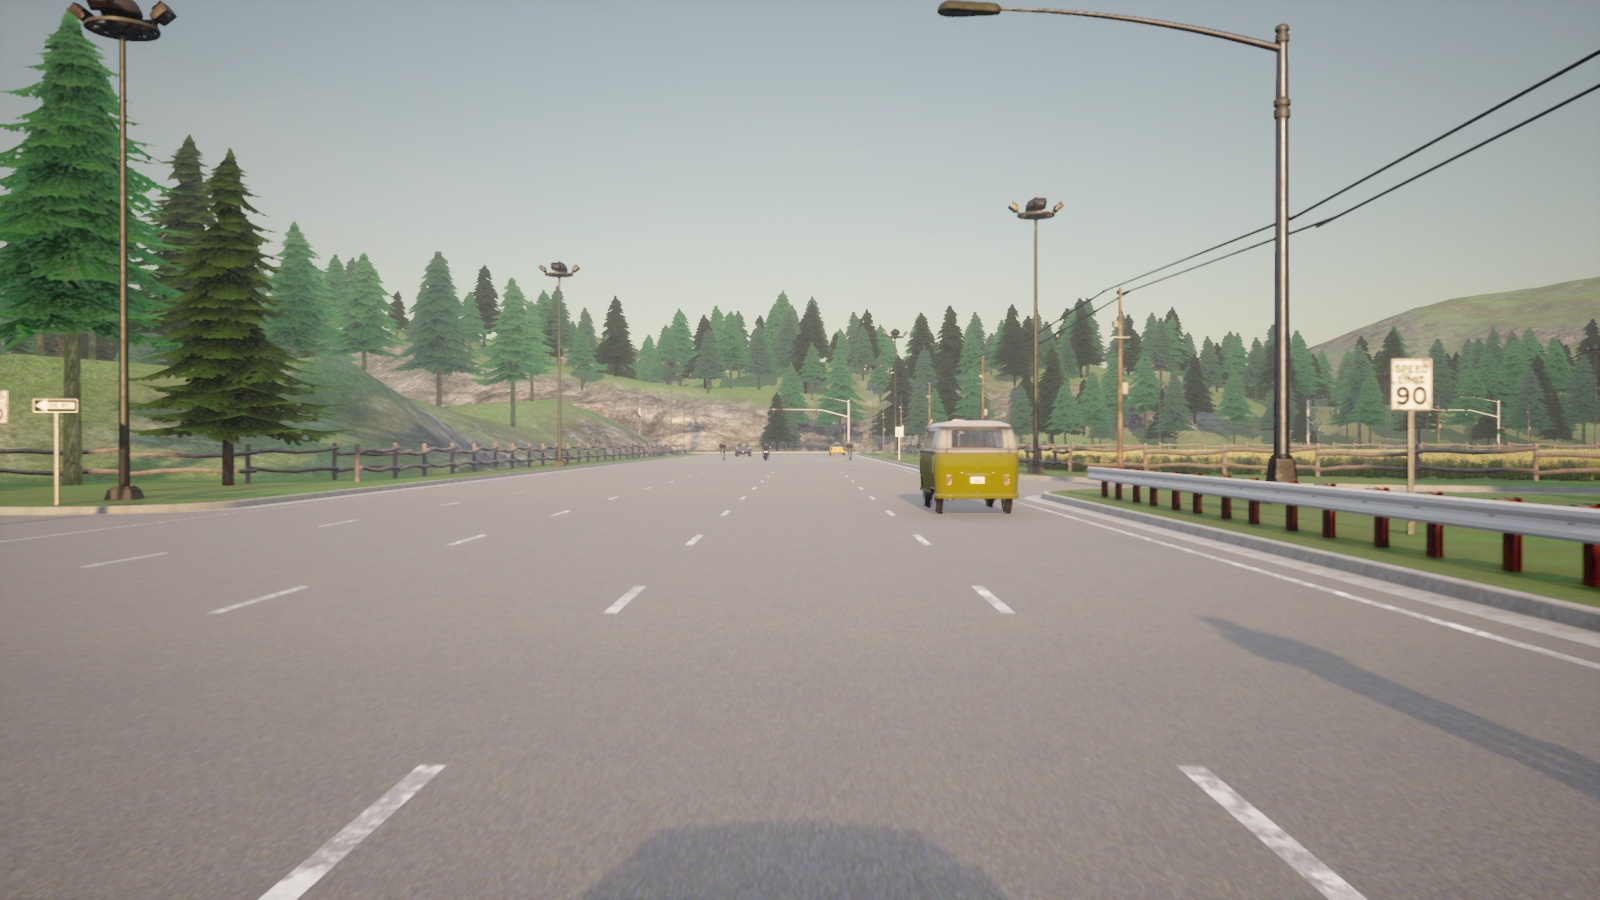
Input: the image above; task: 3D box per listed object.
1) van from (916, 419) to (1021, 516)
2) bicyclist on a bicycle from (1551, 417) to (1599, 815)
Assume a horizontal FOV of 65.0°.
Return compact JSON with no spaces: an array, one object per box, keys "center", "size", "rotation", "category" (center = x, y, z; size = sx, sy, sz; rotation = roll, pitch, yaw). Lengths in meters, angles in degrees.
[{"center":[3.674,0.345,28.025],"size":[1.775,1.987,4.442],"rotation":[0,0,0],"category":"van"},{"center":[3.541,0.676,4.612],"size":[0.582,1.620,1.656],"rotation":[0,0,0],"category":"bicyclist on a bicycle"}]
